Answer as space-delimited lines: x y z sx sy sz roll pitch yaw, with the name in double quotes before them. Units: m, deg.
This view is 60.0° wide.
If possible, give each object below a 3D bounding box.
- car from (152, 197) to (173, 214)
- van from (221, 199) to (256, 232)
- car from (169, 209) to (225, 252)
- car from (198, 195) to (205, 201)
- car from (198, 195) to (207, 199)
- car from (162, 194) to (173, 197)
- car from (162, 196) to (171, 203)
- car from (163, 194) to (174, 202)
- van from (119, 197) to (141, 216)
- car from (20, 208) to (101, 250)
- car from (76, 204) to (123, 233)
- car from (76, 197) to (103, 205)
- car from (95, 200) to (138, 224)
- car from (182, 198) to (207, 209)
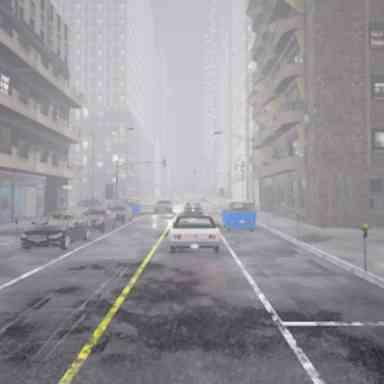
"car" -3.005 1.558 35.793 1.812 1.442 4.674 0 0 0
"van" 2.712 1.359 19.879 1.690 1.788 3.998 1 0 0
"car" 0.103 1.614 13.902 1.895 1.301 4.718 0 0 0
"car" 2.721 1.606 91.511 1.752 1.417 4.829 1 0 0
"car" 2.717 1.653 80.185 1.802 1.307 4.206 1 0 0
"car" -5.661 1.501 68.974 1.967 1.590 4.097 1 0 0
"car" -5.664 1.648 74.549 1.802 1.307 4.206 1 0 0
"car" -5.657 1.386 80.125 2.192 1.841 5.009 1 0 0
"van" -5.803 1.369 30.908 1.690 1.788 3.998 1 0 0
"car" -5.640 1.564 14.286 2.008 1.369 4.403 1 0 0
"car" -5.640 1.600 19.827 1.802 1.307 4.206 1 0 0
"car" -16.481 1.546 53.556 4.097 1.590 1.967 0 -1 0
"car" -5.639 1.589 25.367 1.947 1.339 4.313 1 0 0
"car" 0.106 1.575 30.143 2.033 1.411 5.357 0 0 0
